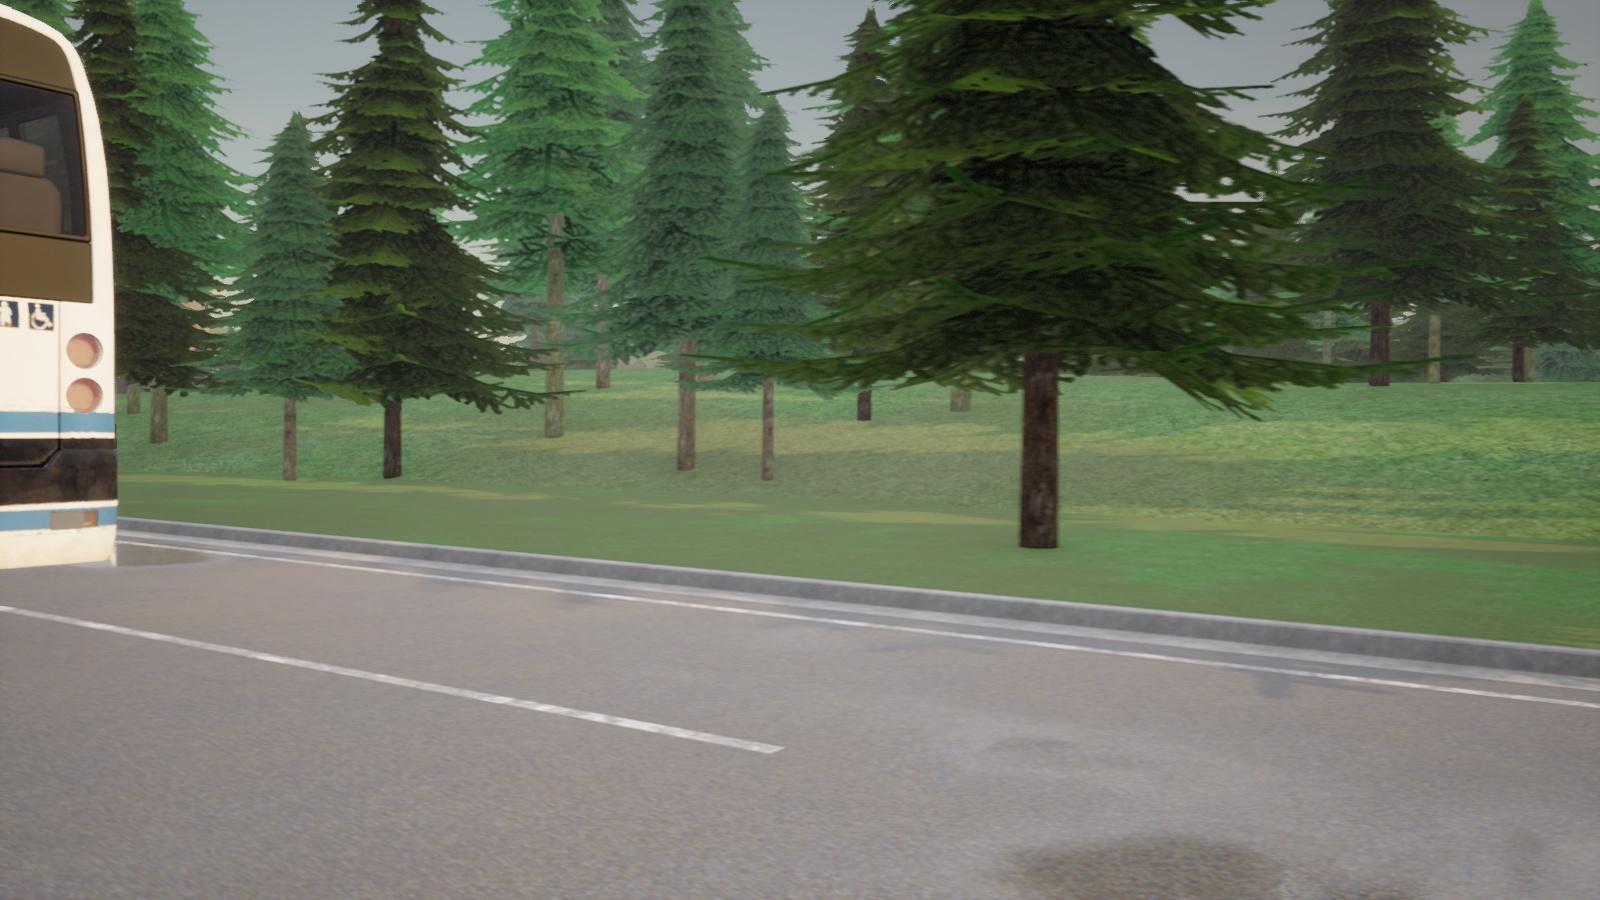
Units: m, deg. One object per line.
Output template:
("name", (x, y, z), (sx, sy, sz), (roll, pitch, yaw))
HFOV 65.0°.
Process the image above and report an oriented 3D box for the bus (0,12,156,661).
("bus", (-10.050, -0.744, 10.271), (10.273, 4.253, 3.944), (0, 1, 34))
